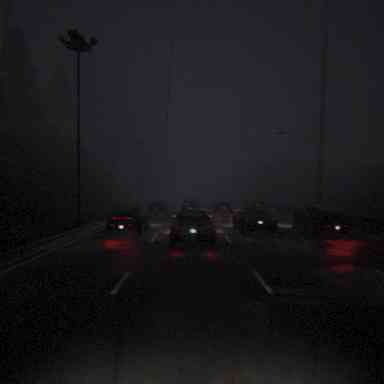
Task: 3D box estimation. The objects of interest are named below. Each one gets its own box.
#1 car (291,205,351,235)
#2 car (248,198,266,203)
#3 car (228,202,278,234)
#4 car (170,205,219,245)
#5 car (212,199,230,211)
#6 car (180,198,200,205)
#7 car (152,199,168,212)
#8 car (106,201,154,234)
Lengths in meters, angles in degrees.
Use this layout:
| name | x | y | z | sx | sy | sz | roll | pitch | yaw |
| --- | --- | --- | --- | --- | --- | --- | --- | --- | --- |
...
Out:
| name | x | y | z | sx | sy | sz | roll | pitch | yaw |
| --- | --- | --- | --- | --- | --- | --- | --- | --- | --- |
| car | 6.994 | 1.464 | 18.455 | 1.837 | 1.490 | 4.892 | 0 | 0 | -1 |
| car | 6.802 | 1.426 | 35.463 | 1.837 | 1.490 | 4.892 | 0 | 0 | -1 |
| car | 3.487 | 1.521 | 19.042 | 1.994 | 1.385 | 4.181 | 0 | 0 | -1 |
| car | 0.026 | 1.529 | 15.287 | 1.994 | 1.385 | 4.181 | 0 | 0 | -1 |
| car | 3.277 | 1.443 | 36.458 | 1.812 | 1.442 | 4.674 | 0 | 0 | -1 |
| car | -0.196 | 1.411 | 35.295 | 2.128 | 1.511 | 4.902 | 0 | 0 | -1 |
| car | -3.723 | 1.441 | 36.415 | 1.812 | 1.442 | 4.674 | 0 | 0 | -1 |
| car | -3.510 | 1.460 | 18.779 | 1.837 | 1.490 | 4.892 | 0 | 0 | -1 |
